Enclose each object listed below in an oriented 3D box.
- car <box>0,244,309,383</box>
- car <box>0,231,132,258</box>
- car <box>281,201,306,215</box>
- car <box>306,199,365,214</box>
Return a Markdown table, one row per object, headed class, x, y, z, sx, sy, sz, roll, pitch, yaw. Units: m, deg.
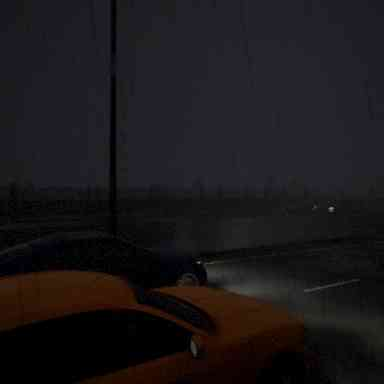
| class | x | y | z | sx | sy | sz | roll | pitch | yaw |
| --- | --- | --- | --- | --- | --- | --- | --- | --- | --- |
| car | -1.053 | 1.468 | 2.847 | 5.008 | 1.535 | 1.882 | 0 | 0 | -35 |
| car | -1.871 | 1.507 | 6.504 | 4.674 | 1.442 | 1.812 | 0 | 0 | -34 |
| car | 10.680 | 1.528 | 30.332 | 5.357 | 1.411 | 2.033 | 0 | 0 | -29 |
| car | 11.890 | 1.341 | 27.009 | 4.553 | 1.767 | 2.097 | 0 | 0 | -29 |
